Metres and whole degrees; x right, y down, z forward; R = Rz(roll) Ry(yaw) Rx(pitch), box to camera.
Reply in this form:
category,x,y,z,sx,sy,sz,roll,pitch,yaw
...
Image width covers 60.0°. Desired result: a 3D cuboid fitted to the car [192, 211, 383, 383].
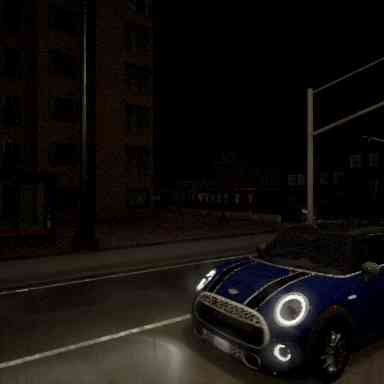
category,x,y,z,sx,sy,sz,roll,pitch,yaw
car,2.209,1.352,5.559,4.553,1.767,2.097,0,0,-35

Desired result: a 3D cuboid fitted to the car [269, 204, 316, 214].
category,x,y,z,sx,sy,sz,roll,pitch,yaw
car,9.442,1.866,31.165,2.097,1.767,4.553,0,-5,-36
